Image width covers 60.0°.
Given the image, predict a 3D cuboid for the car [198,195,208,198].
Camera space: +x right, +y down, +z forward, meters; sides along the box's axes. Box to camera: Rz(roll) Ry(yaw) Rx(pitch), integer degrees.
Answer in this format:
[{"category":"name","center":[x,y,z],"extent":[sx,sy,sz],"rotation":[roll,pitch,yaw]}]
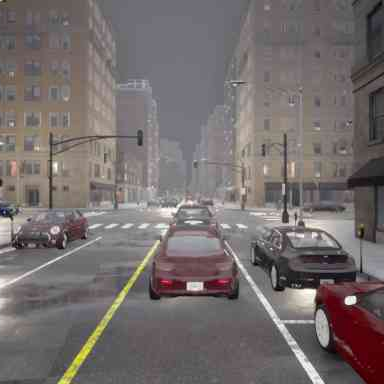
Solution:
[{"category":"car","center":[2.431,1.590,52.666],"extent":[1.887,1.381,4.507],"rotation":[0,0,-1]}]

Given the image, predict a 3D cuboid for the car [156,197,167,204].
[{"category":"car","center":[-6.286,1.665,69.094],"extent":[1.802,1.307,4.206],"rotation":[0,0,-1]}]

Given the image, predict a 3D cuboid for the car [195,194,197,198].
[{"category":"car","center":[2.240,1.399,69.186],"extent":[2.192,1.841,5.009],"rotation":[0,0,-1]}]

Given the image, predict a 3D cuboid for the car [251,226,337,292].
[{"category":"car","center":[2.657,1.553,8.739],"extent":[2.008,1.369,4.403],"rotation":[0,0,0]}]

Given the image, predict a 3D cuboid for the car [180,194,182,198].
[{"category":"car","center":[-3.432,1.604,67.257],"extent":[1.812,1.442,4.674],"rotation":[0,0,0]}]

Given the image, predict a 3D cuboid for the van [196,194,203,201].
[{"category":"van","center":[1.985,1.504,91.214],"extent":[1.690,1.788,3.998],"rotation":[0,0,-1]}]

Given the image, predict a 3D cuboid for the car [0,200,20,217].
[{"category":"car","center":[-17.156,1.123,26.946],"extent":[5.566,2.045,2.150],"rotation":[0,0,0]}]

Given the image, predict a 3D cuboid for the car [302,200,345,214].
[{"category":"car","center":[14.634,1.648,37.153],"extent":[4.674,1.442,1.812],"rotation":[0,0,1]}]

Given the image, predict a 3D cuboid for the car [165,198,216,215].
[{"category":"car","center":[0.066,1.358,15.581],"extent":[2.097,1.767,4.553],"rotation":[0,0,0]}]

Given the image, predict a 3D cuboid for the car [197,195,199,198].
[{"category":"car","center":[2.367,1.622,58.172],"extent":[1.947,1.339,4.313],"rotation":[0,0,-1]}]

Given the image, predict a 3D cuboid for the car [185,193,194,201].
[{"category":"car","center":[-0.674,1.383,90.111],"extent":[2.150,2.045,5.566],"rotation":[0,0,-1]}]

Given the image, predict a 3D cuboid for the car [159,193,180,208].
[{"category":"car","center":[-3.259,1.389,48.155],"extent":[2.097,1.767,4.553],"rotation":[0,0,-1]}]

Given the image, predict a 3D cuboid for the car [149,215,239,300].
[{"category":"car","center":[0.018,1.528,8.277],"extent":[1.812,1.442,4.674],"rotation":[0,0,-1]}]

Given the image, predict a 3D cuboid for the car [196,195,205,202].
[{"category":"car","center":[2.112,1.559,80.199],"extent":[1.967,1.590,4.097],"rotation":[0,0,-1]}]

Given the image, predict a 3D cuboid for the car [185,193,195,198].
[{"category":"car","center":[-0.550,1.342,79.392],"extent":[2.150,2.045,5.566],"rotation":[0,0,-1]}]

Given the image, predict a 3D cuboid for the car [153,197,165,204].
[{"category":"car","center":[-6.222,1.613,63.586],"extent":[1.887,1.381,4.507],"rotation":[0,0,-1]}]

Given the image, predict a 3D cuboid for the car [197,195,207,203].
[{"category":"car","center":[2.176,1.541,74.694],"extent":[1.967,1.590,4.097],"rotation":[0,0,-1]}]

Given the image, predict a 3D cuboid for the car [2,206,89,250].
[{"category":"car","center":[-5.880,1.445,14.209],"extent":[1.967,1.590,4.097],"rotation":[0,0,0]}]

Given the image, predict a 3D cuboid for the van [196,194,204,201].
[{"category":"van","center":[2.049,1.481,85.707],"extent":[1.690,1.788,3.998],"rotation":[0,0,-1]}]

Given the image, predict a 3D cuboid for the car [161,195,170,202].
[{"category":"car","center":[-6.412,1.559,80.110],"extent":[1.967,1.590,4.097],"rotation":[0,0,-1]}]

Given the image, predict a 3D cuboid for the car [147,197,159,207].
[{"category":"car","center":[-6.094,1.595,52.571],"extent":[2.008,1.369,4.403],"rotation":[0,0,-1]}]

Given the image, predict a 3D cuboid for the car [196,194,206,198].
[{"category":"car","center":[2.301,1.595,63.849],"extent":[1.752,1.417,4.829],"rotation":[0,0,-1]}]

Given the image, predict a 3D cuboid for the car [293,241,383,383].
[{"category":"car","center":[2.669,1.545,3.248],"extent":[1.887,1.381,4.507],"rotation":[0,0,0]}]

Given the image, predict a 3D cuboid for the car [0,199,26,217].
[{"category":"car","center":[-18.032,1.416,30.187],"extent":[4.902,1.511,2.128],"rotation":[0,0,0]}]

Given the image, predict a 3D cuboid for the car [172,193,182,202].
[{"category":"car","center":[-3.532,1.336,77.788],"extent":[2.150,2.045,5.566],"rotation":[0,0,-1]}]
